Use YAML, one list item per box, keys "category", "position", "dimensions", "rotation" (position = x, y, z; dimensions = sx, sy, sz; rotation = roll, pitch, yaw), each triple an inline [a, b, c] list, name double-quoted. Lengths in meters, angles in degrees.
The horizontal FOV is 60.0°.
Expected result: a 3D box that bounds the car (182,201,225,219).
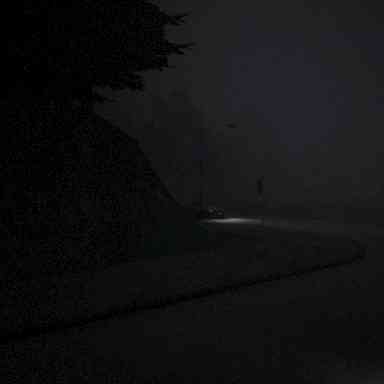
- category: "car"
  position: [0.930, 1.541, 29.457]
  dimensions: [1.812, 1.442, 4.674]
  rotation: [0, 0, -36]
